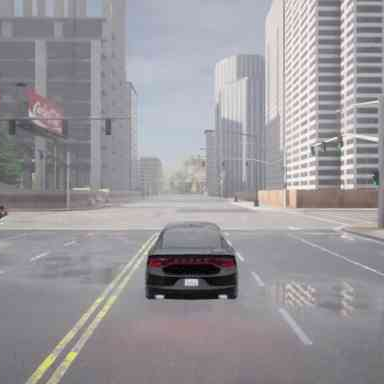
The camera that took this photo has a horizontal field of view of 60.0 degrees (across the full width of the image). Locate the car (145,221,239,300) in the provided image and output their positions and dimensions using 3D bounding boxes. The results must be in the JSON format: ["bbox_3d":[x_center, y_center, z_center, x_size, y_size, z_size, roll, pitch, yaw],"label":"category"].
[{"bbox_3d":[-0.003,1.478,8.464,1.882,1.535,5.008,0,0,0],"label":"car"}]

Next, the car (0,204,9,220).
[{"bbox_3d":[-16.932,1.221,25.000,5.566,2.045,2.150,0,0,-1],"label":"car"}]
